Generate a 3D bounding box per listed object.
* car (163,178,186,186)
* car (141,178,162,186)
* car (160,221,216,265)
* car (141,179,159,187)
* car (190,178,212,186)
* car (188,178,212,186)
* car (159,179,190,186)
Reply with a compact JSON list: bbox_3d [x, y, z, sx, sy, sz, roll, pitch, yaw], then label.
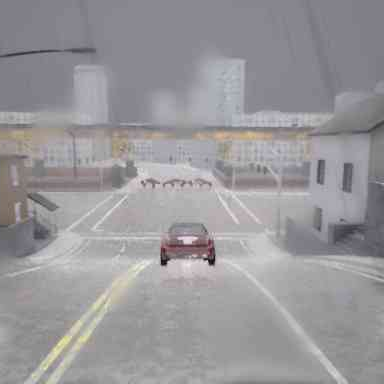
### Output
[{"bbox_3d":[-3.587,-2.068,68.136,4.536,1.218,1.853,-6,11,-36],"label":"car"},{"bbox_3d":[-8.274,-2.080,68.095,4.536,1.218,1.853,8,12,43],"label":"car"},{"bbox_3d":[-0.202,2.136,14.281,2.097,1.767,4.553,0,-8,-2],"label":"car"},{"bbox_3d":[-8.237,-1.918,68.083,4.974,1.542,2.038,8,12,43],"label":"car"},{"bbox_3d":[1.732,-2.010,68.948,4.974,1.542,2.038,5,10,28],"label":"car"},{"bbox_3d":[1.687,-2.169,68.949,4.536,1.218,1.853,5,10,28],"label":"car"},{"bbox_3d":[-3.629,-1.908,68.128,4.974,1.542,2.038,-6,11,-36],"label":"car"}]
